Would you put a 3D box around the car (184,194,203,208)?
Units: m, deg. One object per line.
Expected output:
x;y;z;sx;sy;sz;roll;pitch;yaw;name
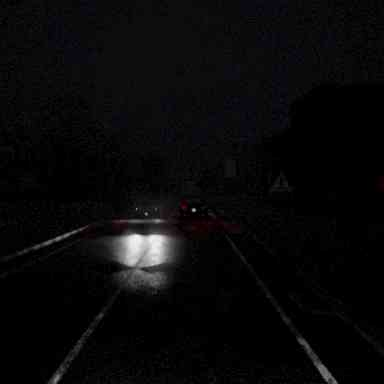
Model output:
0.228;0.961;39.393;2.033;1.411;5.357;0;1;2;car

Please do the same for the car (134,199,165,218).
-3.252;1.247;26.047;1.895;1.301;4.718;0;1;1;car

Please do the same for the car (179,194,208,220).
0.117;1.190;24.440;2.163;1.488;4.792;0;1;0;car
